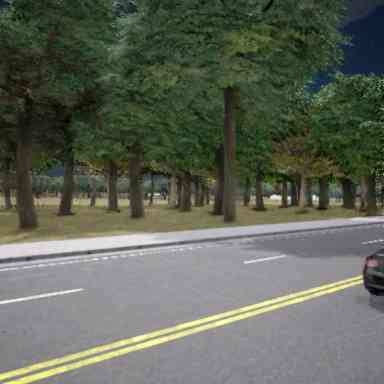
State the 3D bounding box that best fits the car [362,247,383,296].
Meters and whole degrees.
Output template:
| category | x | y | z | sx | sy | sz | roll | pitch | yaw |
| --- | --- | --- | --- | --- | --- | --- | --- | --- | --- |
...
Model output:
| category | x | y | z | sx | sy | sz | roll | pitch | yaw |
| --- | --- | --- | --- | --- | --- | --- | --- | --- | --- |
| car | 5.642 | 1.572 | 7.478 | 4.674 | 1.442 | 1.812 | 0 | 0 | -36 |
